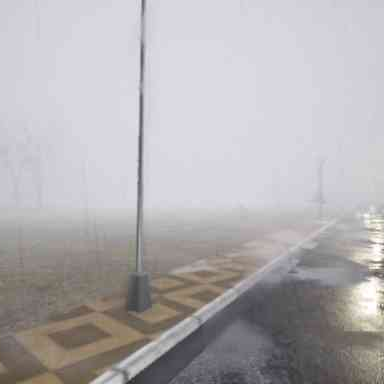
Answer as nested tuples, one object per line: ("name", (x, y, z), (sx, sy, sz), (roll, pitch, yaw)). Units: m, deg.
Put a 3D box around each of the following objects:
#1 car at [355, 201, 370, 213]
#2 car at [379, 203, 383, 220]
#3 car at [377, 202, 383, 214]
("car", (26.730, 2.394, 52.179), (2.128, 1.511, 4.902), (1, -1, 28))
("car", (21.412, 2.189, 35.524), (1.812, 1.442, 4.674), (1, -1, 28))
("car", (27.048, 2.203, 46.325), (2.097, 1.767, 4.553), (1, -1, 28))
